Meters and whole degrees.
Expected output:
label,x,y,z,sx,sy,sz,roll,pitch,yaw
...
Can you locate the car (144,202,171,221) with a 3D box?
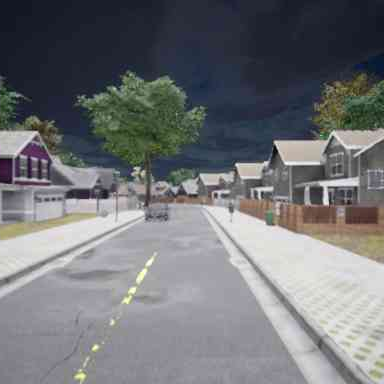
label,x,y,z,sx,sy,sz,roll,pitch,yaw
car,-2.839,1.617,28.034,1.837,1.490,4.892,0,0,0
